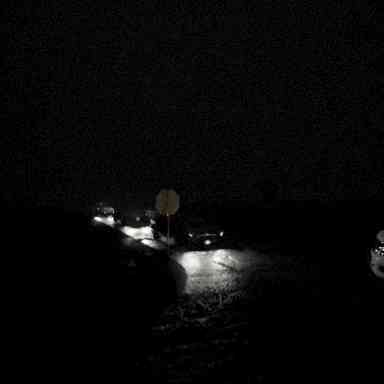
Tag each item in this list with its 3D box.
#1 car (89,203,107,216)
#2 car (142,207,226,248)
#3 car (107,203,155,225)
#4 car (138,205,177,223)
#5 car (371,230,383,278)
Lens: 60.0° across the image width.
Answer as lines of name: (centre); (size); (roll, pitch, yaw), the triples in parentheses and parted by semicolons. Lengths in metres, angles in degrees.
car: (-9.985, 1.868, 36.566); (1.895, 1.301, 4.718); (1, -1, -26)
car: (-0.453, 1.611, 15.498); (2.033, 1.411, 5.357); (1, -1, -24)
car: (-4.798, 1.652, 25.520); (2.128, 1.511, 4.902); (1, -1, -24)
car: (-3.104, 1.810, 28.810); (1.895, 1.301, 4.718); (1, -1, -25)
car: (7.149, 1.224, 7.478); (5.566, 2.045, 2.150); (-3, 2, 27)
